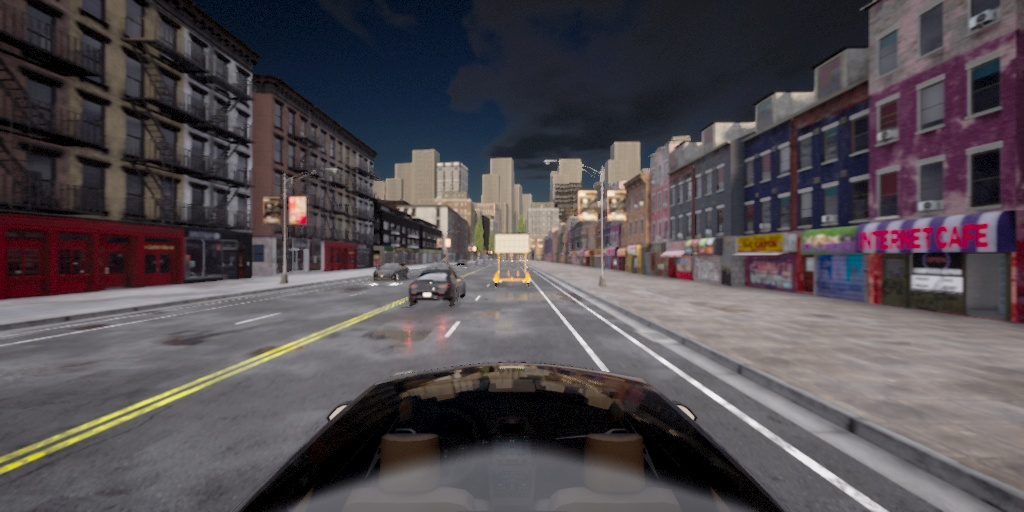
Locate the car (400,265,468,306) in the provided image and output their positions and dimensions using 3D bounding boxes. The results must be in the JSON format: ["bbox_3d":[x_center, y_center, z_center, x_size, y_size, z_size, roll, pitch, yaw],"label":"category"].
[{"bbox_3d":[-3.146,1.278,15.616,1.812,1.442,4.674,0,0,0],"label":"car"}]

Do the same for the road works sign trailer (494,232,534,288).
[{"bbox_3d":[0.009,0.224,23.732,2.380,3.560,2.880,0,0,0],"label":"road works sign trailer"}]

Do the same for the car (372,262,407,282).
[{"bbox_3d":[-9.832,1.272,29.499,1.837,1.490,4.892,0,0,0],"label":"car"}]

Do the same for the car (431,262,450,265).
[{"bbox_3d":[-6.580,1.277,32.701,1.837,1.490,4.892,0,0,0],"label":"car"}]
